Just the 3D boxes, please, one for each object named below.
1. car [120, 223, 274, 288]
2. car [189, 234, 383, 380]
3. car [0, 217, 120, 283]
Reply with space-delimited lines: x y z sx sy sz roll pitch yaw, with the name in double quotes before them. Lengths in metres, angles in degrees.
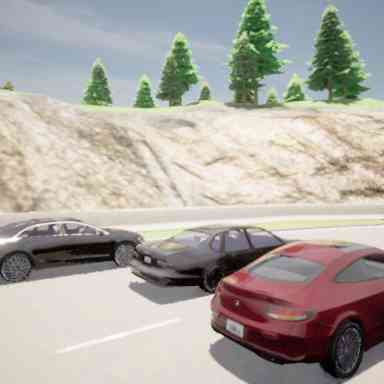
"car" 1.100 1.539 8.776 5.357 1.411 2.033 0 0 -34
"car" 2.426 1.519 5.441 4.674 1.442 1.812 0 0 -35
"car" -3.692 1.489 9.723 4.902 1.511 2.128 0 0 -35
